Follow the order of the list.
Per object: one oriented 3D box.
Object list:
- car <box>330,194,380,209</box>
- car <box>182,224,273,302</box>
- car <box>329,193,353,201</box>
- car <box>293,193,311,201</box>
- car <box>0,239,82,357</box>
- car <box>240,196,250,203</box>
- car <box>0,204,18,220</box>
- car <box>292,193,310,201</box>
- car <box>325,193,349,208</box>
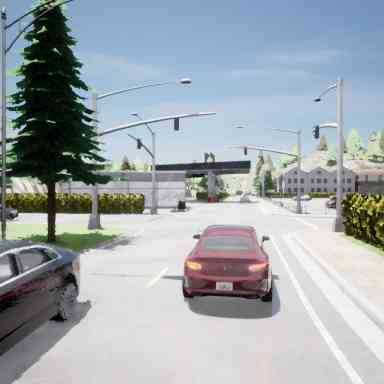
[{"bbox_3d":[19.084,1.340,38.922,4.514,1.523,2.007,0,0,9],"label":"car"},{"bbox_3d":[0.940,1.526,8.241,1.812,1.442,4.674,0,0,9],"label":"car"},{"bbox_3d":[33.283,1.097,74.555,4.605,1.855,1.932,0,0,9],"label":"car"},{"bbox_3d":[26.034,1.077,79.047,3.866,1.878,1.905,0,0,9],"label":"car"},{"bbox_3d":[-3.171,1.491,4.489,2.128,1.511,4.902,0,0,5],"label":"car"},{"bbox_3d":[10.849,1.526,68.068,1.812,1.442,4.674,0,0,10],"label":"car"},{"bbox_3d":[-16.208,1.492,26.272,4.902,1.511,2.128,0,0,9],"label":"car"},{"bbox_3d":[24.904,1.361,75.861,3.806,1.475,1.970,0,0,9],"label":"car"},{"bbox_3d":[19.529,1.330,42.028,5.027,1.636,2.152,0,0,9],"label":"car"}]
